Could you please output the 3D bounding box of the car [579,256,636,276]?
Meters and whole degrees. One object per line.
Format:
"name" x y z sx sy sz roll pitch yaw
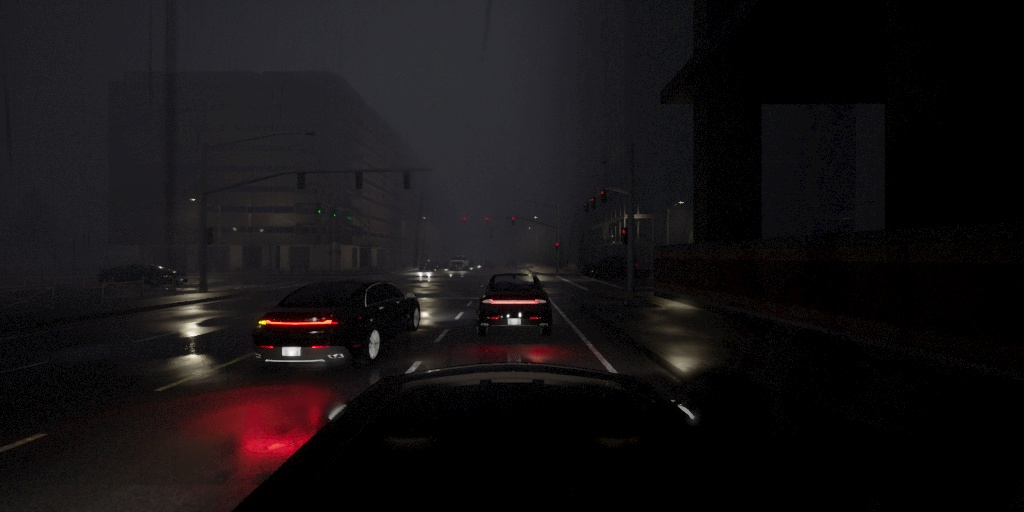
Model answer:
"car" 9.293 1.026 34.377 5.566 2.045 2.150 0 0 0

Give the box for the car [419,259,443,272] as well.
"car" -10.968 1.241 47.500 2.128 1.511 4.902 0 0 0

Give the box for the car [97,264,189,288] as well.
"car" -24.323 1.297 23.742 4.902 1.511 2.128 0 0 0

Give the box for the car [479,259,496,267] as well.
"car" -3.731 1.297 58.847 2.033 1.411 5.357 0 0 1

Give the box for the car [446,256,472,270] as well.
"car" -7.481 0.971 51.106 2.150 2.045 5.566 0 0 0

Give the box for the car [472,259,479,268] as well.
"car" -7.369 1.297 62.044 2.033 1.411 5.357 0 0 1

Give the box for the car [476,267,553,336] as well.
"car" 0.060 1.242 10.381 2.128 1.511 4.902 0 0 0

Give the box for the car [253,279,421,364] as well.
"car" -3.450 1.255 8.061 1.837 1.490 4.892 0 0 0

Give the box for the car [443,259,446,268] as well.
"car" -10.931 1.228 57.707 1.882 1.535 5.008 0 0 1

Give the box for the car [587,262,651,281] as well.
"car" 9.188 1.406 30.678 4.718 1.301 1.895 0 0 -4
